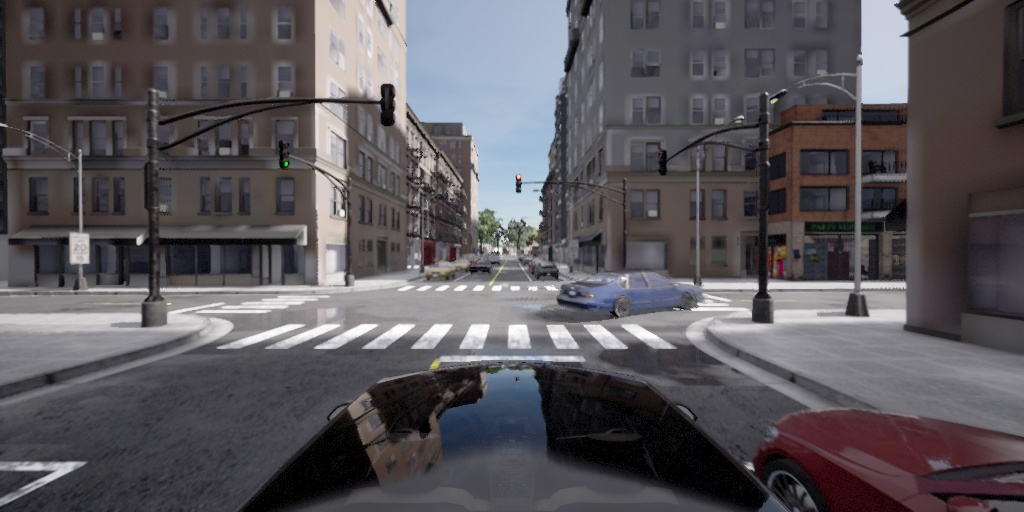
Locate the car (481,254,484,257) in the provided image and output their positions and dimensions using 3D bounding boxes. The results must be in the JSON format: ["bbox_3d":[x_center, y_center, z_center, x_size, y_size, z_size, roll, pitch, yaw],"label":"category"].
[{"bbox_3d":[-5.412,0.759,49.882,1.967,1.591,4.097,0,0,0],"label":"car"}]

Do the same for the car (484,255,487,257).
[{"bbox_3d":[-5.411,0.710,55.363,1.967,1.591,4.097,0,0,0],"label":"car"}]

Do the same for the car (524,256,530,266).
[{"bbox_3d":[2.634,0.967,38.919,2.007,1.370,4.403,0,0,0],"label":"car"}]

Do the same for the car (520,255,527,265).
[{"bbox_3d":[2.632,0.821,55.364,2.007,1.370,4.403,0,0,0],"label":"car"}]

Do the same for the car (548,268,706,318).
[{"bbox_3d":[4.140,1.176,12.244,5.357,1.411,2.033,-1,1,-27],"label":"car"}]

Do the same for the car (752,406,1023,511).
[{"bbox_3d":[2.638,1.339,0.949,1.802,1.307,4.207,0,0,0],"label":"car"}]

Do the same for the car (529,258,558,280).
[{"bbox_3d":[2.635,1.064,27.956,2.007,1.370,4.403,0,0,0],"label":"car"}]

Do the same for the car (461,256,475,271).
[{"bbox_3d":[-5.415,0.942,38.748,1.751,1.417,4.829,0,0,0],"label":"car"}]

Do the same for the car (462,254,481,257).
[{"bbox_3d":[-5.414,0.682,44.400,2.192,1.841,5.009,0,0,0],"label":"car"}]

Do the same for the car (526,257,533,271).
[{"bbox_3d":[2.635,1.010,33.437,1.888,1.381,4.507,0,0,0],"label":"car"}]

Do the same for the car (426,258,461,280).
[{"bbox_3d":[-5.418,1.039,27.785,1.751,1.417,4.829,0,0,0],"label":"car"}]

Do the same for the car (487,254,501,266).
[{"bbox_3d":[-2.801,0.757,57.620,1.837,1.490,4.892,0,0,1],"label":"car"}]

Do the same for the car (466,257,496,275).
[{"bbox_3d":[-2.853,1.061,33.930,1.895,1.301,4.718,0,1,0],"label":"car"}]
